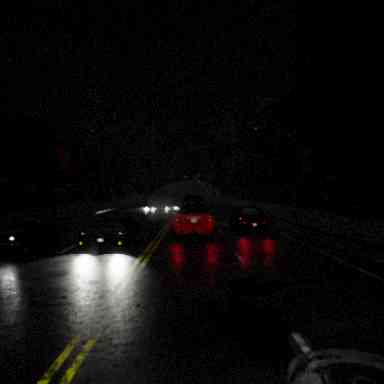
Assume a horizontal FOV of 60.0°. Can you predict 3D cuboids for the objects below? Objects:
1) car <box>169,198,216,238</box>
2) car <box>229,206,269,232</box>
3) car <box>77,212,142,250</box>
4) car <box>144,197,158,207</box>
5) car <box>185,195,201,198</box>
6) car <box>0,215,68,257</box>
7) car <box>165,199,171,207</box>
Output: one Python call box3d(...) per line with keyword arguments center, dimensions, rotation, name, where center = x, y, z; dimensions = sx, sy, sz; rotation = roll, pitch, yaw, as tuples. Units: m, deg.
box3d(center=(0.092, 1.374, 17.862), dimensions=(2.097, 1.767, 4.553), rotation=(0, 0, 0), name="car")
box3d(center=(3.341, 1.556, 20.010), dimensions=(1.812, 1.442, 4.674), rotation=(0, 0, 0), name="car")
box3d(center=(-3.356, 1.572, 14.137), dimensions=(1.994, 1.385, 4.181), rotation=(0, 0, 0), name="car")
box3d(center=(-6.586, 1.631, 53.916), dimensions=(2.128, 1.511, 4.902), rotation=(0, 0, 0), name="car")
box3d(center=(0.085, 1.309, 35.425), dimensions=(2.150, 2.045, 5.566), rotation=(0, 0, 0), name="car")
box3d(center=(-6.603, 1.606, 12.997), dimensions=(1.895, 1.301, 4.718), rotation=(0, 0, 0), name="car")
box3d(center=(-3.334, 1.743, 54.597), dimensions=(1.895, 1.301, 4.718), rotation=(0, 0, 0), name="car")
